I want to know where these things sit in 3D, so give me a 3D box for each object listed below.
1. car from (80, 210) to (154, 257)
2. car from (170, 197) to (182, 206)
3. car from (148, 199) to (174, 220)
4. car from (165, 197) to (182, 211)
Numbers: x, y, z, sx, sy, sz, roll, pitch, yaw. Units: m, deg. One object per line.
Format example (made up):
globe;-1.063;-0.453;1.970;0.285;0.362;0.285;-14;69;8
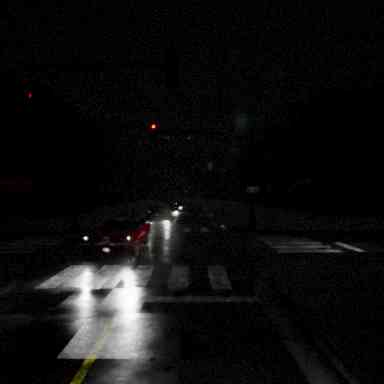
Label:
car;-2.838;1.630;13.277;1.895;1.301;4.718;0;0;0
car;-2.709;1.634;57.823;1.882;1.535;5.008;0;0;1
car;-2.820;1.597;29.215;1.812;1.442;4.674;0;0;0
car;-2.795;1.459;42.749;2.097;1.767;4.553;0;0;0
